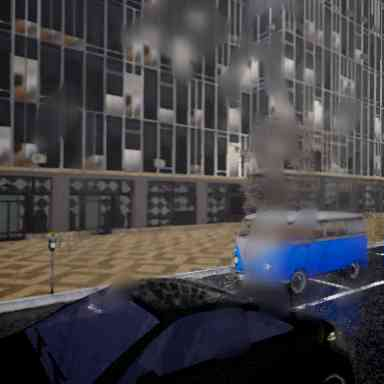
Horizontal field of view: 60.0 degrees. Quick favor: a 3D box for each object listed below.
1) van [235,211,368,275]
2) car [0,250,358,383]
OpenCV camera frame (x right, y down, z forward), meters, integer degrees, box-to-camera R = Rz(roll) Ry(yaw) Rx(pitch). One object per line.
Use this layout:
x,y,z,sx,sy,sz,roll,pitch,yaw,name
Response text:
2.867,1.408,8.595,3.998,1.788,1.690,1,0,-35,van
-0.427,1.576,2.950,4.181,1.385,1.994,1,0,-35,car
